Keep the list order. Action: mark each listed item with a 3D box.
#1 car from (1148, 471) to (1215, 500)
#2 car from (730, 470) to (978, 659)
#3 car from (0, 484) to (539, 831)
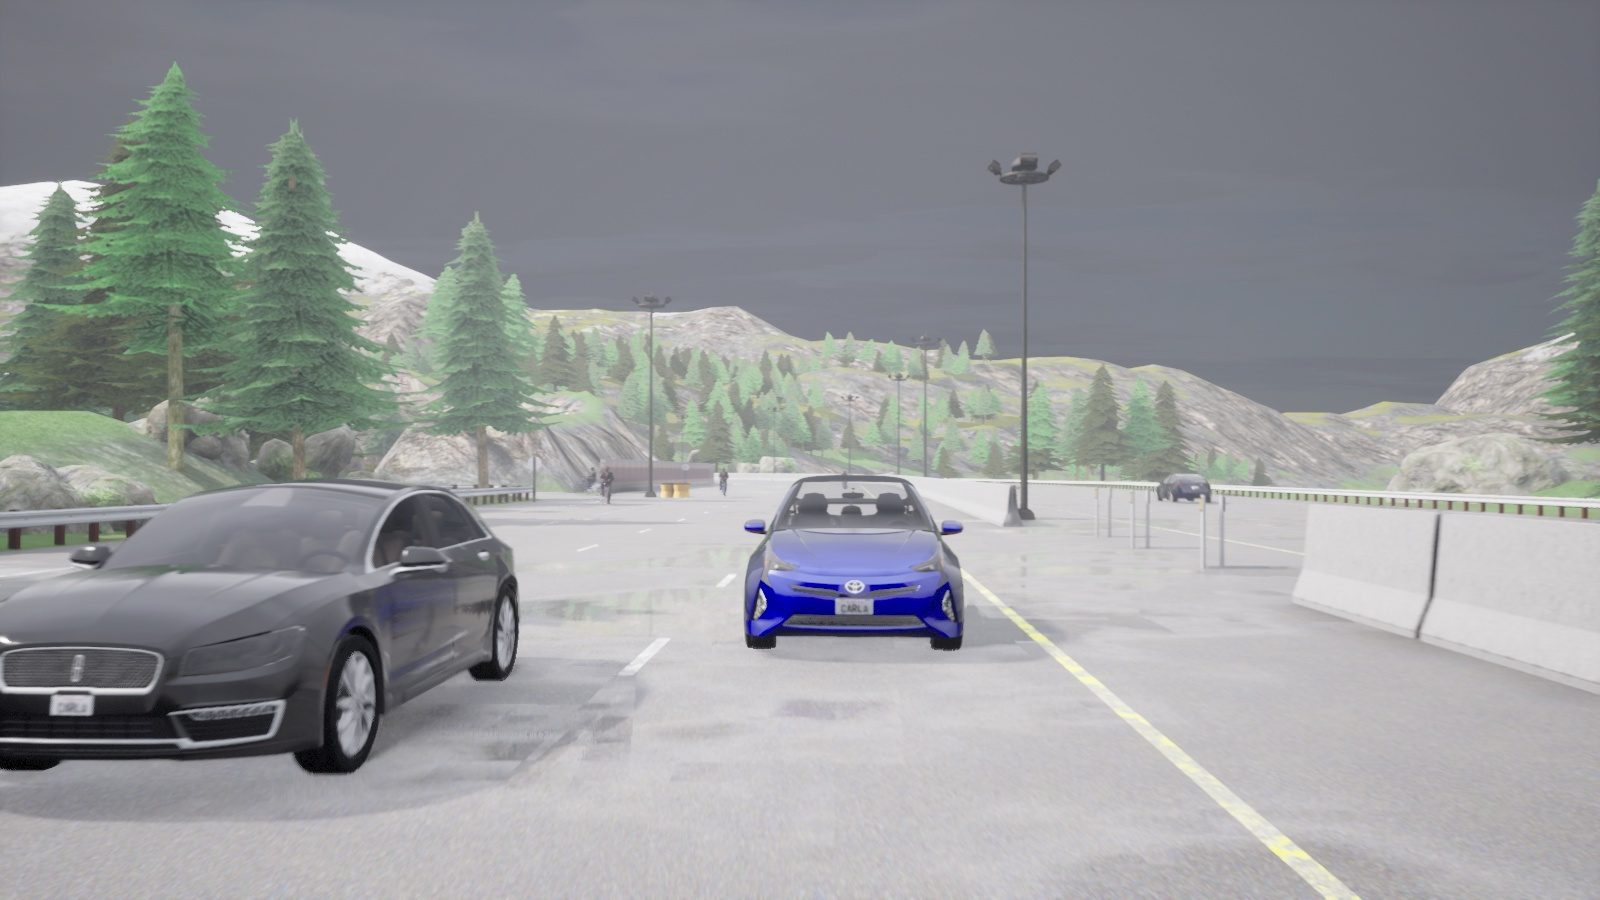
[{"bbox_3d":[19.835,1.824,65.558,2.163,1.488,4.792,0,-1,2],"label":"car"},{"bbox_3d":[0.511,0.967,12.446,2.007,1.525,4.514,0,-1,2],"label":"car"},{"bbox_3d":[-3.146,0.968,7.915,1.837,1.490,4.892,0,-1,2],"label":"car"}]
